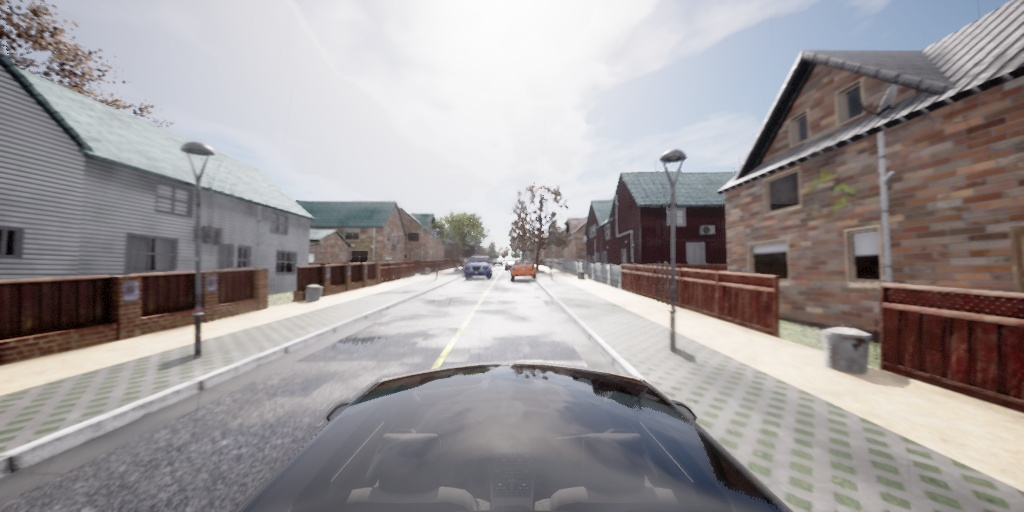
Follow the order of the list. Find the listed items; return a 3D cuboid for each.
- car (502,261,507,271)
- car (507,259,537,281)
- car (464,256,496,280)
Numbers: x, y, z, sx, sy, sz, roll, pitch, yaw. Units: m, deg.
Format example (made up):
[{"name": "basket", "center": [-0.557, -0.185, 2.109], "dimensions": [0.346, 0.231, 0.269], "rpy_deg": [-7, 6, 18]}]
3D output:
[{"name": "car", "center": [-0.001, 1.347, 50.253], "dimensions": [1.994, 1.385, 4.181], "rpy_deg": [0, 0, 1]}, {"name": "car", "center": [0.915, 1.070, 30.525], "dimensions": [2.097, 1.767, 4.553], "rpy_deg": [-3, -1, 0]}, {"name": "car", "center": [-2.855, 0.989, 31.632], "dimensions": [2.150, 2.045, 5.566], "rpy_deg": [0, 0, 0]}]
